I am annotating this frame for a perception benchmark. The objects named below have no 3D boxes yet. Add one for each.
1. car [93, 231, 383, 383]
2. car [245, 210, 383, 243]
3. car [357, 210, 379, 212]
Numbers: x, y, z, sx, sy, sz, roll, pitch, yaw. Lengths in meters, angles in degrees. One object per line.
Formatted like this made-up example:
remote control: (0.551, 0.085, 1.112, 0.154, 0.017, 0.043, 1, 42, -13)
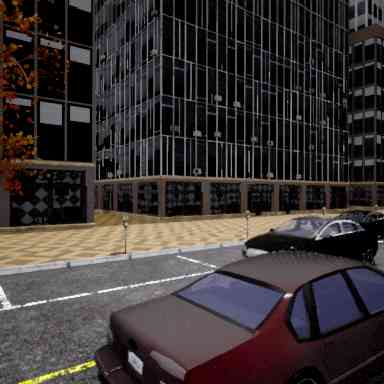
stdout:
car: (1.538, 1.548, 4.407, 5.357, 1.411, 2.033, 0, 0, -35)
car: (3.588, 1.491, 9.802, 4.902, 1.511, 2.128, 0, 0, -36)
car: (8.140, 1.564, 16.226, 4.313, 1.339, 1.947, 0, 0, -36)
